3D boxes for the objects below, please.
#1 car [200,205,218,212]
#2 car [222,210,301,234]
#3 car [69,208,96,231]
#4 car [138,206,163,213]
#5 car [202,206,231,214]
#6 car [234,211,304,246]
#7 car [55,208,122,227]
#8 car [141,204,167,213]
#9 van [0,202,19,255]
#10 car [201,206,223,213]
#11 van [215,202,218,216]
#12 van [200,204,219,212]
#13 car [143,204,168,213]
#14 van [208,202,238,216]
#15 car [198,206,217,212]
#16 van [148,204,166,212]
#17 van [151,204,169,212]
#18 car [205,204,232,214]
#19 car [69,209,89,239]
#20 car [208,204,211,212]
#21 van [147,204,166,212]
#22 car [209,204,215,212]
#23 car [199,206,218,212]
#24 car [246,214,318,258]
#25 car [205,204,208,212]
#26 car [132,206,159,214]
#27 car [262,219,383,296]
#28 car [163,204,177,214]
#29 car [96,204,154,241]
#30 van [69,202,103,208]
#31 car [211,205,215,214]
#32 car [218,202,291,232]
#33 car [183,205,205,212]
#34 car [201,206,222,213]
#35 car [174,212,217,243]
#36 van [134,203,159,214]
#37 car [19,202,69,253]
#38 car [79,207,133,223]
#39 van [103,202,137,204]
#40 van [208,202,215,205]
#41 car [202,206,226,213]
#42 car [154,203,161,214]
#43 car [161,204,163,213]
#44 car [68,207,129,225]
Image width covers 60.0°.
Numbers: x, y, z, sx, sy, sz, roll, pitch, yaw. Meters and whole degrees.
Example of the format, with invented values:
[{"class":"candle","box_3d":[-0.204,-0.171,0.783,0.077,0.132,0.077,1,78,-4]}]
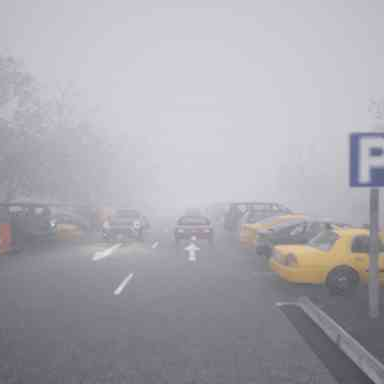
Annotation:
[{"class":"car","box_3d":[4.450,4.382,88.771,4.553,1.767,2.185,0,-3,0]},{"class":"car","box_3d":[4.495,1.965,22.210,4.792,1.488,2.163,0,-2,0]},{"class":"car","box_3d":[-8.547,1.871,19.636,4.892,1.521,2.231,0,-2,0]},{"class":"car","box_3d":[-8.580,3.654,69.447,5.008,1.535,2.097,0,-3,0]},{"class":"car","box_3d":[4.683,3.393,63.807,5.366,1.575,1.946,0,-3,0]},{"class":"car","box_3d":[4.524,1.710,13.889,5.008,1.535,2.097,0,-1,0]},{"class":"car","box_3d":[-8.554,2.102,27.819,5.008,1.535,2.097,0,-2,0]},{"class":"car","box_3d":[-8.562,3.649,74.994,5.566,2.045,2.435,0,-3,0]},{"class":"van","box_3d":[-8.665,1.431,11.217,4.442,1.987,1.878,0,-1,0]},{"class":"car","box_3d":[4.519,3.918,74.899,4.792,1.488,2.163,0,-3,0]},{"class":"van","box_3d":[4.404,1.867,27.767,4.442,1.987,1.878,0,-2,0]},{"class":"van","box_3d":[4.368,4.033,83.231,4.442,1.987,1.878,0,-3,0]},{"class":"car","box_3d":[-8.563,3.772,77.762,5.566,2.045,2.435,0,-3,0]},{"class":"van","box_3d":[4.623,2.555,49.950,4.442,1.987,1.878,0,-3,0]},{"class":"car","box_3d":[4.292,4.769,94.306,5.366,1.575,1.946,0,-3,0]},{"class":"van","box_3d":[-8.712,4.043,83.295,4.442,1.987,1.878,0,-3,0]},{"class":"van","box_3d":[-8.490,4.293,88.845,4.442,1.987,1.878,0,-3,0]},{"class":"car","box_3d":[4.532,3.024,58.266,4.553,1.767,2.185,0,-3,0]},{"class":"car","box_3d":[-8.366,1.791,16.870,5.366,1.575,1.946,0,-2,0]},{"class":"car","box_3d":[4.511,2.447,38.860,4.674,1.452,2.002,0,-2,0]},{"class":"van","box_3d":[-8.477,3.920,80.527,4.442,1.987,1.878,0,-3,0]},{"class":"car","box_3d":[4.546,2.358,36.084,4.792,1.488,2.163,0,-2,0]},{"class":"car","box_3d":[4.485,4.638,91.542,4.892,1.521,2.231,0,-3,0]},{"class":"car","box_3d":[4.527,1.648,11.118,4.892,1.521,2.231,0,-1,0]},{"class":"car","box_3d":[4.481,2.594,44.416,4.792,1.488,2.163,0,-2,0]},{"class":"car","box_3d":[-8.578,3.326,61.144,4.674,1.452,2.002,0,-3,0]},{"class":"car","box_3d":[4.720,1.589,8.350,5.366,1.575,1.946,0,-1,0]},{"class":"car","box_3d":[-3.583,3.275,59.797,2.033,1.411,5.357,0,-3,0]},{"class":"car","box_3d":[-3.612,1.719,18.917,2.097,1.767,4.553,0,-2,0]},{"class":"van","box_3d":[-8.672,1.723,22.412,4.442,1.987,1.878,0,-2,0]},{"class":"car","box_3d":[4.514,2.171,30.536,5.008,1.535,2.097,0,-2,0]},{"class":"car","box_3d":[4.555,1.606,19.443,5.566,2.045,2.435,0,-2,0]},{"class":"car","box_3d":[0.076,2.330,35.170,1.837,1.490,4.892,0,-2,0]},{"class":"car","box_3d":[4.518,4.042,77.673,4.792,1.488,2.163,0,-3,0]},{"class":"car","box_3d":[0.088,1.941,18.018,1.895,1.301,4.718,0,-2,0]},{"class":"van","box_3d":[-8.699,3.178,63.797,4.442,1.987,1.878,0,-3,0]},{"class":"car","box_3d":[-8.578,1.470,14.109,5.566,2.045,2.435,0,-1,0]},{"class":"car","box_3d":[-8.556,2.263,33.483,4.892,1.521,2.231,0,-2,0]},{"class":"van","box_3d":[-8.681,2.115,36.258,4.442,1.987,1.878,0,-2,0]},{"class":"van","box_3d":[4.629,2.260,41.643,4.442,1.987,1.878,0,-2,0]},{"class":"car","box_3d":[4.487,3.644,69.354,4.892,1.521,2.231,0,-3,0]},{"class":"car","box_3d":[-8.549,2.783,55.496,5.566,2.045,2.435,0,-3,0]},{"class":"car","box_3d":[-8.587,3.566,66.553,4.674,1.452,2.002,0,-3,0]},{"class":"car","box_3d":[-8.556,2.184,30.714,5.008,1.535,2.097,0,-2,0]}]
